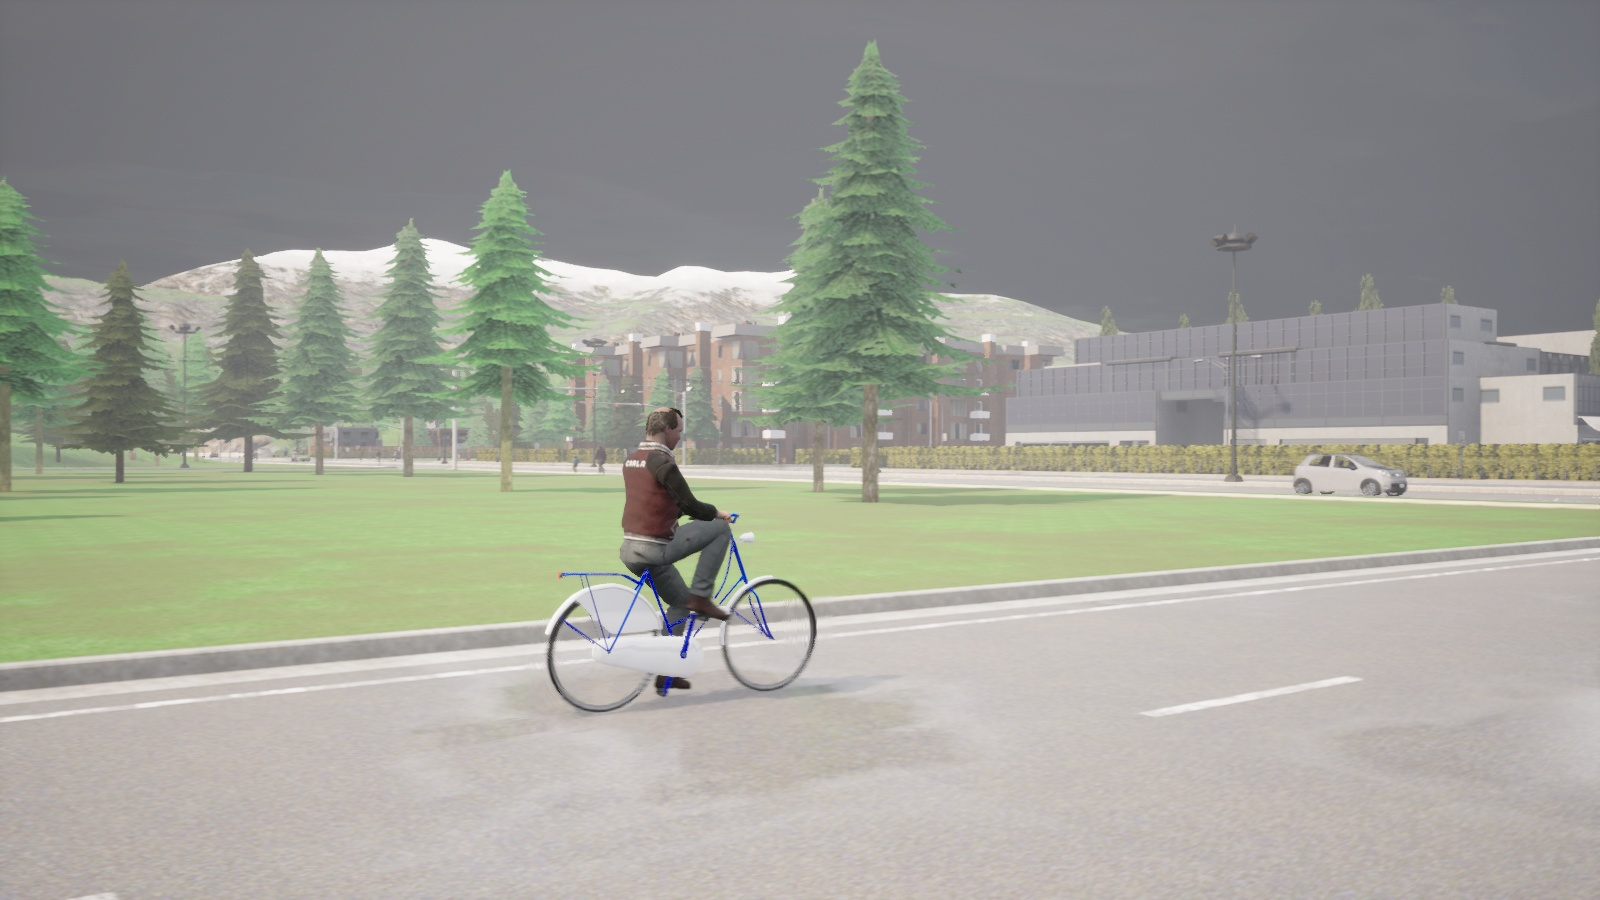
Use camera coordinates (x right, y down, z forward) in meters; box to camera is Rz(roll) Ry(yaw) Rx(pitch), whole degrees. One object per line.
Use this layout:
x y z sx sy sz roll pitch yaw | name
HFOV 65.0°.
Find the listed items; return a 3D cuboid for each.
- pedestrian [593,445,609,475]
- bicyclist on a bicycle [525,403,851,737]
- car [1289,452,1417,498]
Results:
-12.226 0.599 77.205 0.634 1.844 0.899 0 0 -35 | pedestrian
-0.635 0.635 7.482 1.843 1.776 0.659 0 0 -35 | bicyclist on a bicycle
19.041 0.824 43.344 1.845 1.501 3.633 0 0 -36 | car
